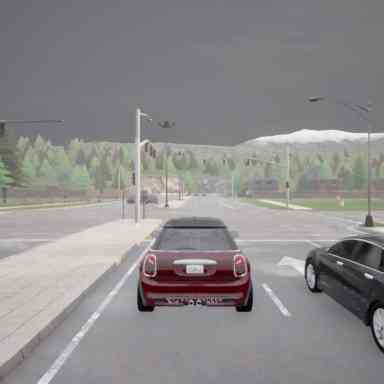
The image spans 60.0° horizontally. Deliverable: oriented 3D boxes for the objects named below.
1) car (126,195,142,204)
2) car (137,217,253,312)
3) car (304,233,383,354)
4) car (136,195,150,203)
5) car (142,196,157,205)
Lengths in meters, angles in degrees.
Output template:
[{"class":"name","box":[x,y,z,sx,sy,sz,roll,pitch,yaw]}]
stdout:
[{"class":"car","box":[-10.829,1.351,61.808,2.097,1.767,4.553,0,0,1]},{"class":"car","box":[0.066,1.352,7.868,2.097,1.767,4.553,0,0,0]},{"class":"car","box":[3.557,1.505,5.986,1.837,1.490,4.892,0,0,0]},{"class":"car","box":[-10.674,1.515,72.581,2.128,1.511,4.902,0,0,1]},{"class":"car","box":[-7.415,1.506,61.075,1.837,1.490,4.892,0,0,1]}]
